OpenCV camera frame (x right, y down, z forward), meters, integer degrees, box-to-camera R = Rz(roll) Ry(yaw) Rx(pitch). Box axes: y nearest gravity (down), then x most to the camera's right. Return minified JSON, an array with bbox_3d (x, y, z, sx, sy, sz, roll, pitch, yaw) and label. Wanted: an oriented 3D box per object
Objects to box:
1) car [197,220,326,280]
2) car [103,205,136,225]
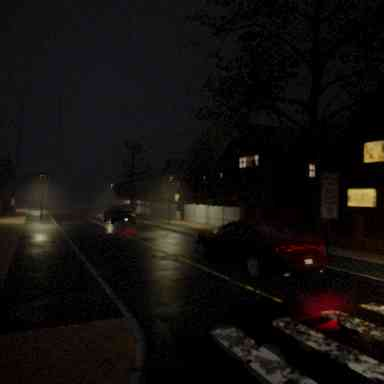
[{"bbox_3d":[1.880,1.629,10.619,1.882,1.535,5.008,2,-1,-25],"label":"car"},{"bbox_3d":[-5.973,1.827,27.145,1.837,1.490,4.892,2,-1,-25],"label":"car"}]
